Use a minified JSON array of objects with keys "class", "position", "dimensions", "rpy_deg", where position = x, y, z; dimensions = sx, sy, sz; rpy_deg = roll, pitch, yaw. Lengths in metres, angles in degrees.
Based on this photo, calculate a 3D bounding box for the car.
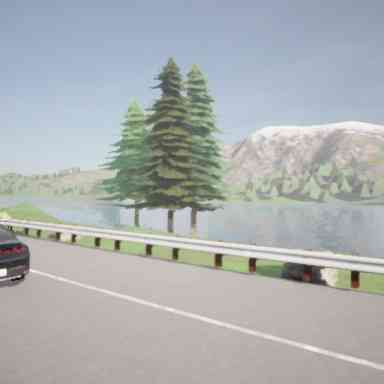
[{"class":"car","position":[-6.041,1.495,8.619],"dimensions":[4.892,1.490,1.837],"rpy_deg":[0,0,38]}]
